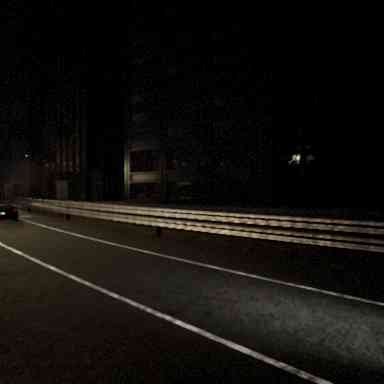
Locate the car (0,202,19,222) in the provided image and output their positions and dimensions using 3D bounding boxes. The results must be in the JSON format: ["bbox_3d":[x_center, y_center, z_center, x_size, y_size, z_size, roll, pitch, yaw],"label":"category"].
[{"bbox_3d":[-14.027,1.412,24.153,1.994,1.385,4.181,0,1,-38],"label":"car"}]
